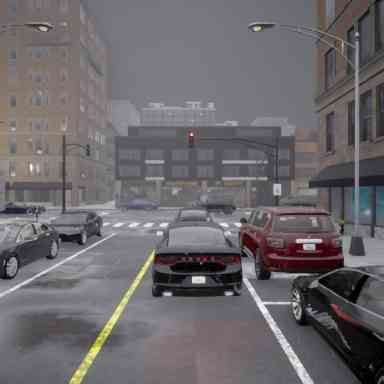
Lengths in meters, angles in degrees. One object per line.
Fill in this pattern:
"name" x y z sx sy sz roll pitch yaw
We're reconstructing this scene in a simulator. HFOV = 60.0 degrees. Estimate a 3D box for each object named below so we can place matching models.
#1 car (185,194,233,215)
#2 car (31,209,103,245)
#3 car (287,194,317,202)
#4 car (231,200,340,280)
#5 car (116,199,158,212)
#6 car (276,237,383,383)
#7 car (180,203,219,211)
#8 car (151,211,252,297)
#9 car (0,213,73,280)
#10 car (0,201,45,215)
"car" 1.644 1.237 31.625 5.566 2.045 2.150 1 -1 -36
"car" -5.406 1.565 15.493 1.947 1.339 4.313 0 0 0
"car" 12.231 1.289 37.842 5.566 2.045 2.150 0 0 0
"car" 2.625 1.314 9.840 2.192 1.841 5.009 0 0 0
"car" -6.175 1.501 37.746 4.674 1.442 1.812 0 0 0
"car" 2.631 1.566 4.178 1.947 1.339 4.313 0 0 0
"car" 0.062 1.504 16.162 1.837 1.490 4.892 0 0 0
"car" 0.064 1.477 8.640 1.882 1.535 5.008 0 0 -1
"car" -5.400 1.550 9.831 2.008 1.369 4.403 0 0 0
"car" -16.201 1.529 30.979 4.718 1.301 1.895 0 0 0
